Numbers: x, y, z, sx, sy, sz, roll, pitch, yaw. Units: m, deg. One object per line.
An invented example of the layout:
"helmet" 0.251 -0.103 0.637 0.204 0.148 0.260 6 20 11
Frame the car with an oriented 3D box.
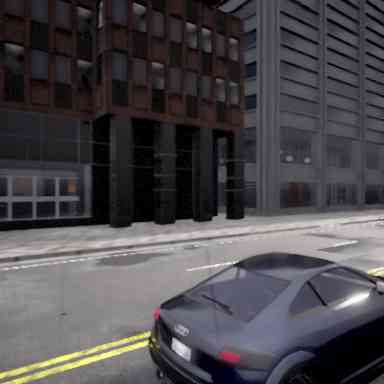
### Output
"car" 1.525 1.549 4.525 4.181 1.385 1.994 0 0 -35
